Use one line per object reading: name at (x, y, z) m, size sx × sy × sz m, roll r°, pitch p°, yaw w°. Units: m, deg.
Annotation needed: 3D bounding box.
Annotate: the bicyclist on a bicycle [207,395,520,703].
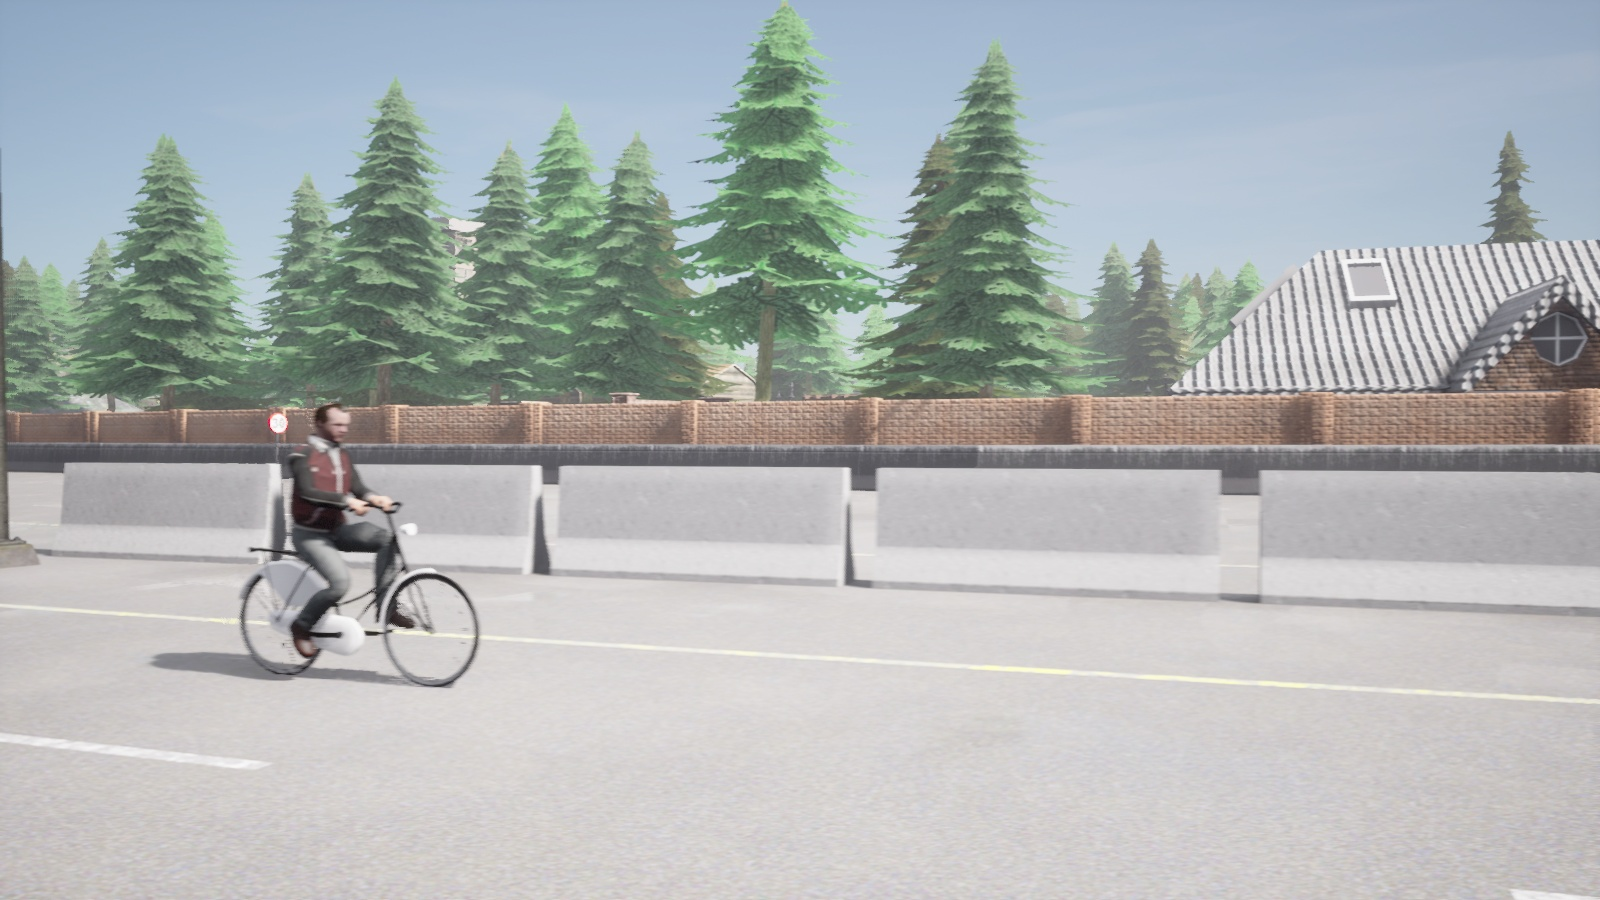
bicyclist on a bicycle at (-2.733, 0.563, 7.856) m, size 1.843 × 1.776 × 0.659 m, roll 0°, pitch 0°, yaw 20°
